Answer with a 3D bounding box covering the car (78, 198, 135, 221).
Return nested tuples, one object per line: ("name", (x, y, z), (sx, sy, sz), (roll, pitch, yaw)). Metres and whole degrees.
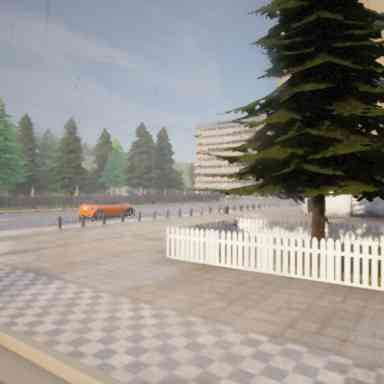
("car", (-6.744, 1.289, 26.689), (2.097, 1.767, 4.553), (0, 0, 36))
